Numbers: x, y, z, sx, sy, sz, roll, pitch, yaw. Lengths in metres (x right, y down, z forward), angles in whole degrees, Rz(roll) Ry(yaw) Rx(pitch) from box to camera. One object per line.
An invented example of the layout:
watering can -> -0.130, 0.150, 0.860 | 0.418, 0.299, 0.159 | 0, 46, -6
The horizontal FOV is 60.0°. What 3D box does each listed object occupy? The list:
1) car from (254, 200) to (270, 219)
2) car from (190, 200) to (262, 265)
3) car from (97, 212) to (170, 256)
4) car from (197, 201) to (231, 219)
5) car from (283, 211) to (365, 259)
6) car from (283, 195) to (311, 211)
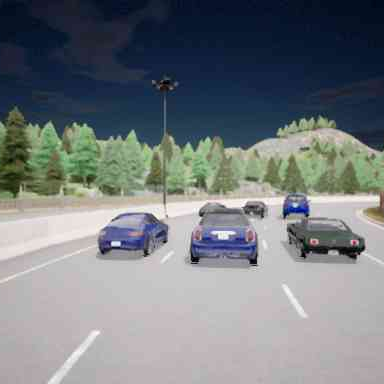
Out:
car -> 5.771, 1.524, 29.930 | 1.837, 1.490, 4.892 | 0, 0, 19
car -> 1.232, 1.358, 12.013 | 2.097, 1.767, 4.553 | 0, 0, 8
car -> -2.159, 1.528, 13.142 | 1.812, 1.442, 4.674 | 0, 0, 8
car -> 2.030, 1.578, 29.773 | 1.994, 1.385, 4.181 | 0, 0, 19
car -> 4.804, 1.612, 12.665 | 1.895, 1.301, 4.718 | 0, 0, 9
car -> 9.498, 1.245, 30.058 | 2.150, 2.045, 5.566 | 0, 0, 21
